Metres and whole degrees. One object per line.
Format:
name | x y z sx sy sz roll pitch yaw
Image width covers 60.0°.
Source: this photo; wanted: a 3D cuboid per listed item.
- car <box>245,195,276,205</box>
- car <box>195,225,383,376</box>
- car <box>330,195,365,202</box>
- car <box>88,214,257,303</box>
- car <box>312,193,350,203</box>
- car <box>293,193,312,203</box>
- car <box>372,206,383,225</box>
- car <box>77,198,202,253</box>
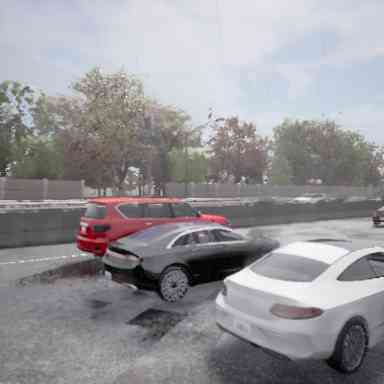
car | 9.232 1.334 44.957 4.553 1.767 2.097 0 0 -35
car | 2.505 1.521 5.536 4.674 1.442 1.812 0 0 -36
car | 18.736 1.463 38.849 5.008 1.535 1.882 0 0 -35
car | 0.261 1.487 8.237 4.902 1.511 2.128 0 0 -36
car | 18.492 1.211 42.957 5.566 2.045 2.150 1 0 -35
car | 16.286 1.210 45.681 5.566 2.045 2.150 0 0 -35
car | 13.850 1.508 22.237 4.674 1.442 1.812 0 0 -36
car | -1.073 1.216 11.583 5.566 2.045 2.150 0 0 -36
